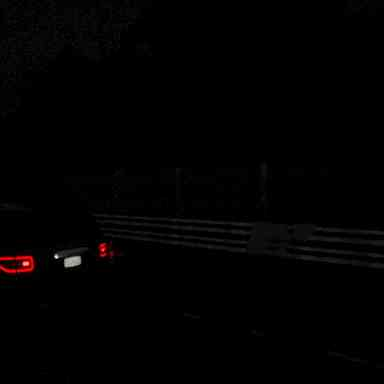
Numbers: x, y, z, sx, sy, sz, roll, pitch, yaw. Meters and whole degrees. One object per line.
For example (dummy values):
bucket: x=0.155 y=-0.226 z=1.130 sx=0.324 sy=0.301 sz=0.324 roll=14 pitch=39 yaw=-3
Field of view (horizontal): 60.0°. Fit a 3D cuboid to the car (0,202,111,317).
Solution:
car: x=-4.107 y=1.222 z=6.954 sx=5.566 sy=2.045 sz=2.150 roll=0 pitch=0 yaw=36
